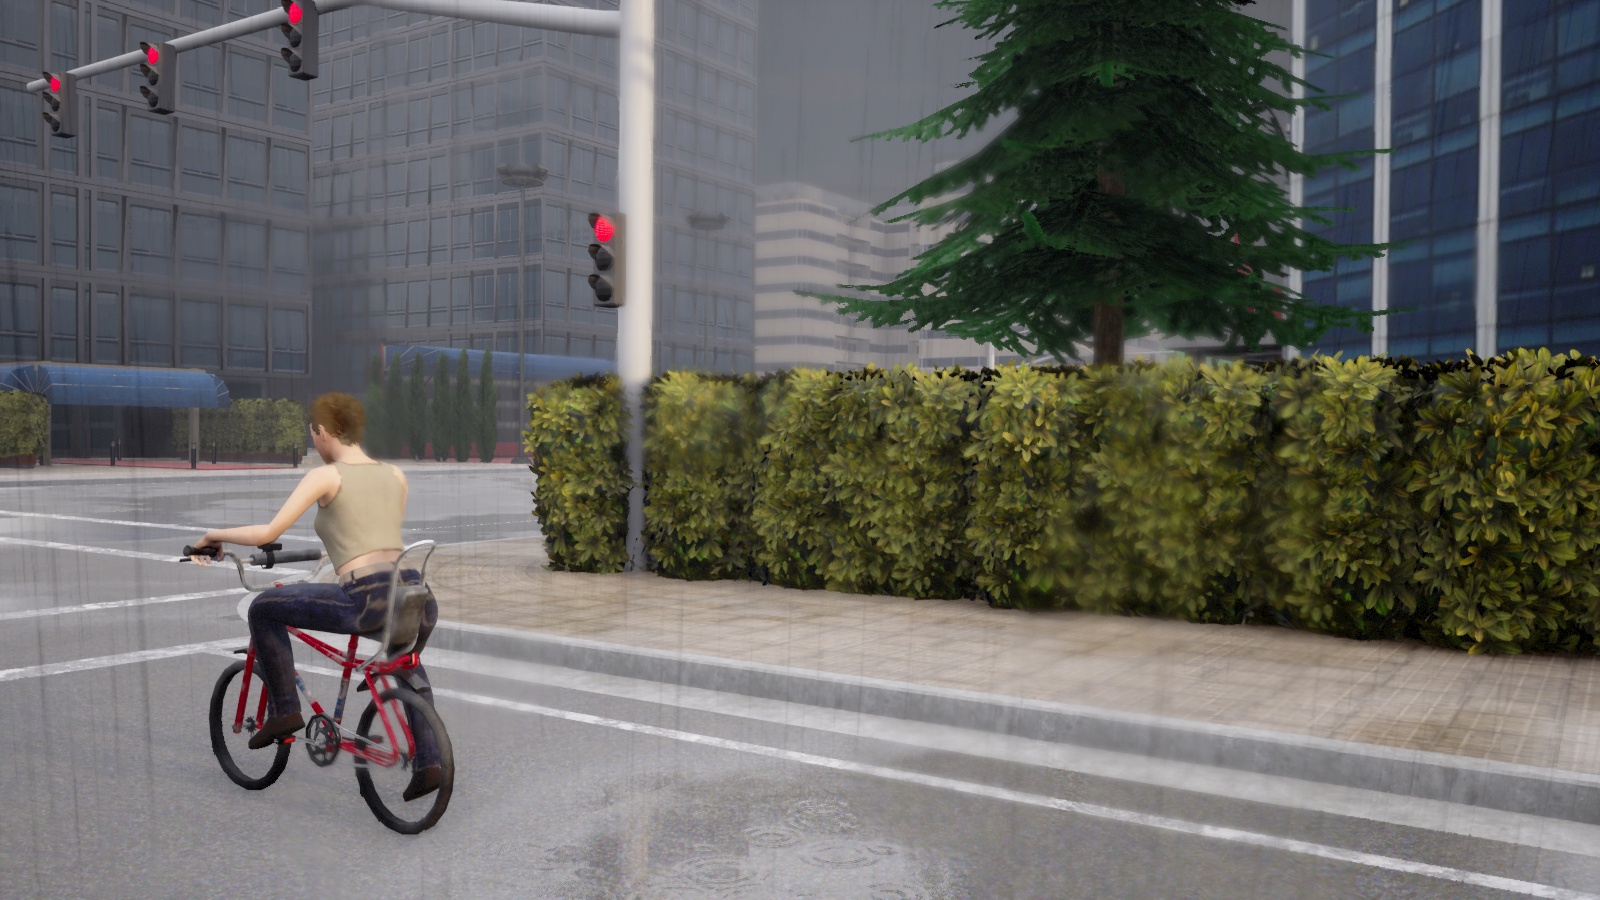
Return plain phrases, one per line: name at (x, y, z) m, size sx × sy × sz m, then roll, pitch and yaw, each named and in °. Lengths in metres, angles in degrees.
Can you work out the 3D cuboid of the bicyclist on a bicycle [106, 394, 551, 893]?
bicyclist on a bicycle at (-1.824, 0.618, 4.828) m, size 1.509 × 1.612 × 0.866 m, roll 0°, pitch 1°, yaw 34°
